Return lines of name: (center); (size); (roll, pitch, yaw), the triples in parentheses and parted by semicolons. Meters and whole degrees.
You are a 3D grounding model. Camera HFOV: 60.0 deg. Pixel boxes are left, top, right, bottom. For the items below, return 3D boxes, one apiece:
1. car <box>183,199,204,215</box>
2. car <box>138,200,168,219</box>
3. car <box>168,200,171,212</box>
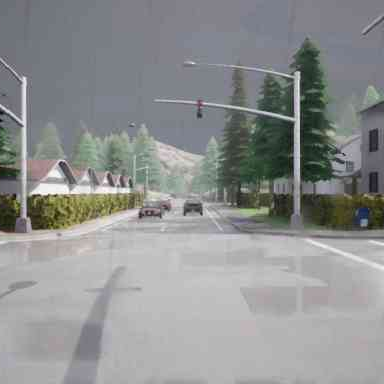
car: (0.107, 1.513, 33.982); (1.837, 1.490, 4.892); (0, 0, 0)
car: (-3.494, 1.572, 29.358); (1.994, 1.385, 4.181); (0, 0, 0)
car: (-3.493, 1.611, 39.353); (1.895, 1.301, 4.718); (0, 0, 0)
